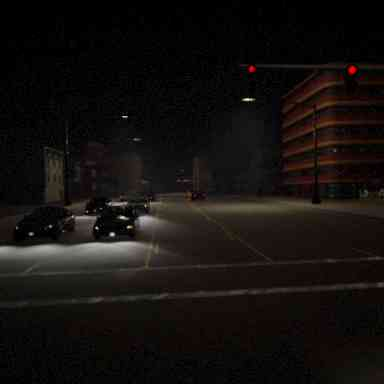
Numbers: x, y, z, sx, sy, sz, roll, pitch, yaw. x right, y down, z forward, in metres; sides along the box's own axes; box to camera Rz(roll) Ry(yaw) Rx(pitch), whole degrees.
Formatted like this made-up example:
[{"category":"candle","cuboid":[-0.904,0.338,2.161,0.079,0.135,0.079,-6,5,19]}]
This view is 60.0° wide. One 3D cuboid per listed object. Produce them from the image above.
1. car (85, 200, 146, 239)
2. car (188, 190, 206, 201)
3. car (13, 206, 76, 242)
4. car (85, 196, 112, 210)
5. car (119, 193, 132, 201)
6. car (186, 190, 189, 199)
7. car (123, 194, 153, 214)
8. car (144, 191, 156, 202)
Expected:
[{"category":"car","cuboid":[-3.692,1.416,17.140,2.033,1.411,5.357,-1,1,-5]},{"category":"car","cuboid":[0.877,0.563,48.153,1.812,1.442,4.674,-1,1,-4]},{"category":"car","cuboid":[-7.141,1.484,16.613,1.812,1.442,4.674,-1,1,-5]},{"category":"car","cuboid":[-8.284,1.182,29.993,1.837,1.490,4.892,-2,3,-5]},{"category":"car","cuboid":[-9.956,0.803,51.034,1.895,1.301,4.718,-1,1,-5]},{"category":"car","cuboid":[-0.014,0.311,58.069,1.882,1.535,5.008,-1,1,-5]},{"category":"car","cuboid":[-4.778,1.208,30.058,1.895,1.301,4.718,-1,1,-5]},{"category":"car","cuboid":[-6.275,0.688,48.653,1.837,1.490,4.892,-1,1,-4]}]
